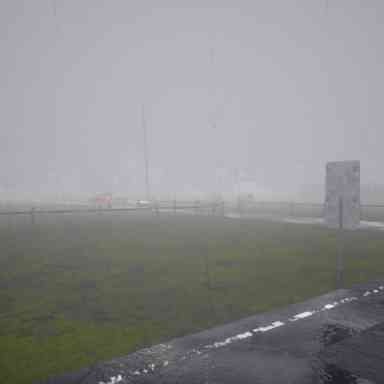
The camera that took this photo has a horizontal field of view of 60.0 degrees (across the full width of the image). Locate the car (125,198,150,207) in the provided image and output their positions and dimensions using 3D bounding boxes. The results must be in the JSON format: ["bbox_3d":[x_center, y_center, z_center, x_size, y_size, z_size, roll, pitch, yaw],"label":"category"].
[{"bbox_3d":[-8.606,1.579,51.731,1.895,1.301,4.718,1,-1,-40],"label":"car"}]

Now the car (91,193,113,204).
[{"bbox_3d":[-16.580,1.190,61.124,2.150,2.045,5.566,1,-1,-41],"label":"car"}]
